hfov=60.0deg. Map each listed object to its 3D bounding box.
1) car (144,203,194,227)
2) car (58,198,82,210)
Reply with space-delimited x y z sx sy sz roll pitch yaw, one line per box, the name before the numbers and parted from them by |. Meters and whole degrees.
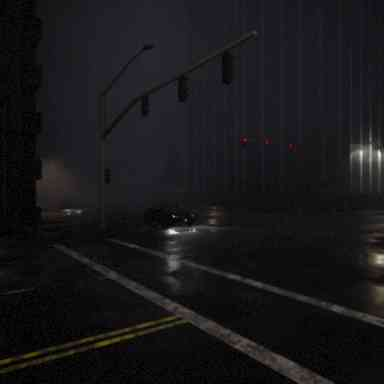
car | -1.708 1.506 22.935 1.812 1.442 4.674 0 0 -35
car | -16.106 1.479 43.665 2.033 1.411 5.357 0 0 -35
